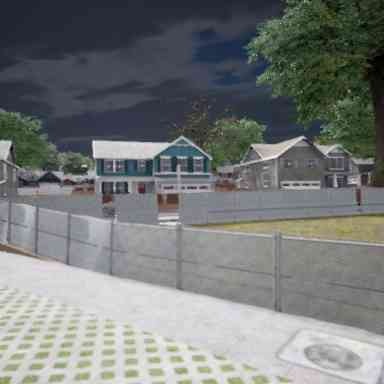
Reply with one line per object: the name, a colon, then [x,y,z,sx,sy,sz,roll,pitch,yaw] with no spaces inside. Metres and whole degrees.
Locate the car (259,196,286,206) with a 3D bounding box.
car: [6.744,0.712,27.284,5.357,1.411,2.033,-2,0,-17]

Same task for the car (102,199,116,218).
car: [-5.041,1.040,23.546,4.181,1.385,1.994,-2,0,-18]
